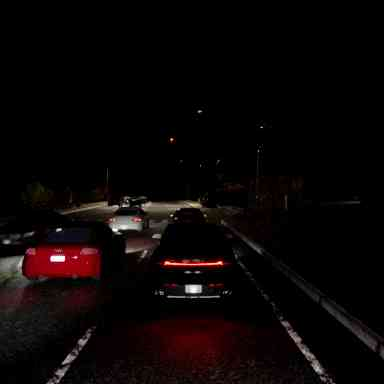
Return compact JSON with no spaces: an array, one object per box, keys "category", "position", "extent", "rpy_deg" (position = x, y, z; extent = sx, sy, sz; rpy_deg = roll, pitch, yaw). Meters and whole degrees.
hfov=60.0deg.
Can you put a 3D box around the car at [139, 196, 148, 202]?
[{"category":"car","position":[-11.796,1.731,81.193],"extent":[2.128,1.511,4.902],"rpy_deg":[0,0,-7]}]

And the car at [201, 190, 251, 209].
[{"category":"car","position":[3.827,0.816,37.585],"extent":[5.566,2.045,2.150],"rpy_deg":[-2,0,-9]}]

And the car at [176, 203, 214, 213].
[{"category":"car","position":[-0.179,1.561,17.853],"extent":[2.033,1.411,5.357],"rpy_deg":[0,0,-2]}]

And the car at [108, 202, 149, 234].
[{"category":"car","position":[-3.479,1.540,18.722],"extent":[1.812,1.442,4.674],"rpy_deg":[0,0,-3]}]

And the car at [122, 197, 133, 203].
[{"category":"car","position":[-13.901,1.714,71.708],"extent":[1.994,1.385,4.181],"rpy_deg":[0,0,-7]}]

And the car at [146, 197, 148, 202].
[{"category":"car","position":[-9.588,1.684,61.081],"extent":[1.994,1.385,4.181],"rpy_deg":[0,0,-5]}]

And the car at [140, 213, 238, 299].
[{"category":"car","position":[0.013,1.509,8.446],"extent":[1.837,1.490,4.892],"rpy_deg":[0,0,0]}]

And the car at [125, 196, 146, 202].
[{"category":"car","position":[-8.811,1.578,52.228],"extent":[2.128,1.511,4.902],"rpy_deg":[0,0,-5]}]

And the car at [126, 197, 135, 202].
[{"category":"car","position":[-15.171,1.806,81.953],"extent":[1.895,1.301,4.718],"rpy_deg":[0,0,-8]}]

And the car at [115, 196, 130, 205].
[{"category":"car","position":[-12.928,1.614,61.982],"extent":[2.128,1.511,4.902],"rpy_deg":[0,0,-5]}]

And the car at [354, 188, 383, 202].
[{"category":"car","position":[21.301,0.324,38.732],"extent":[4.674,1.442,1.812],"rpy_deg":[-2,0,-3]}]

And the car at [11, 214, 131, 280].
[{"category":"car","position":[-3.259,1.570,9.978],"extent":[1.994,1.385,4.181],"rpy_deg":[0,0,-1]}]

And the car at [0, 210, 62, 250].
[{"category":"car","position":[-6.683,1.535,14.329],"extent":[1.812,1.442,4.674],"rpy_deg":[0,0,0]}]

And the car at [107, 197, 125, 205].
[{"category":"car","position":[-12.128,1.615,52.893],"extent":[1.812,1.442,4.674],"rpy_deg":[0,0,-5]}]

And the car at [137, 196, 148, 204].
[{"category":"car","position":[-10.556,1.684,71.054],"extent":[2.128,1.511,4.902],"rpy_deg":[0,0,-6]}]
